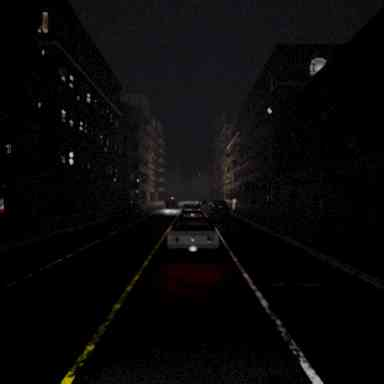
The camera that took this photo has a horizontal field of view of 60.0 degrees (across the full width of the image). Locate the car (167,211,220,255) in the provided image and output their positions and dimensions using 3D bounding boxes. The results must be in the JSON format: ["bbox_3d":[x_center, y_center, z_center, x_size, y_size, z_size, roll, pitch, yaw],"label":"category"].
[{"bbox_3d":[0.057,1.701,13.806,1.895,1.301,4.718,0,0,0],"label":"car"}]

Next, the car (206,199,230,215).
[{"bbox_3d":[3.101,1.628,38.476,2.097,1.767,4.553,0,0,0],"label":"car"}]

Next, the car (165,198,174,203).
[{"bbox_3d":[-5.715,2.157,85.870,2.008,1.369,4.403,0,0,0],"label":"car"}]

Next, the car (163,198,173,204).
[{"bbox_3d":[-5.713,2.118,80.233,2.008,1.369,4.403,0,0,0],"label":"car"}]

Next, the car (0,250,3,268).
[{"bbox_3d":[-5.691,1.633,6.964,1.802,1.307,4.206,0,0,0],"label":"car"}]

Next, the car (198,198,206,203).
[{"bbox_3d":[2.664,2.211,91.504,1.947,1.339,4.313,0,0,0],"label":"car"}]

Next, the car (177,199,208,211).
[{"bbox_3d":[0.059,1.710,30.247,2.128,1.511,4.902,0,0,0],"label":"car"}]

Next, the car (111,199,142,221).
[{"bbox_3d":[-5.697,1.527,29.511,2.192,1.841,5.009,0,0,0],"label":"car"}]

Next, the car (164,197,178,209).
[{"bbox_3d":[-3.098,1.861,51.904,2.128,1.511,4.902,0,0,0],"label":"car"}]

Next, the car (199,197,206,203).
[{"bbox_3d":[2.667,2.133,86.038,1.752,1.417,4.829,0,0,0],"label":"car"}]
